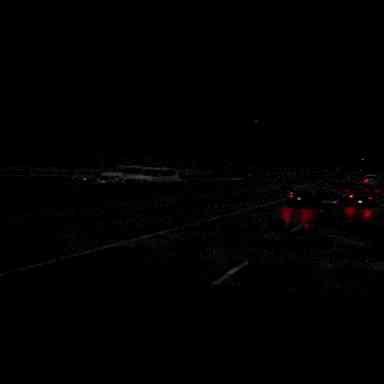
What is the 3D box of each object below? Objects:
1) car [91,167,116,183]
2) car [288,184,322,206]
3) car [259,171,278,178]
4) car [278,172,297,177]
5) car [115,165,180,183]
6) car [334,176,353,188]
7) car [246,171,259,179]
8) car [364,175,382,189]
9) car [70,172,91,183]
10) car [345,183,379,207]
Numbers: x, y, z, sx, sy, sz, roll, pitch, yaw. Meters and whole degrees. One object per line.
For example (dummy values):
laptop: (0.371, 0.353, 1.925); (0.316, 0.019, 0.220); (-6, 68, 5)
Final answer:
car: (-5.542, -1.248, 28.329); (2.150, 2.045, 5.566); (6, 5, 29)
car: (8.246, 0.127, 24.081); (1.812, 1.442, 4.674); (6, 6, 29)
car: (15.452, -3.275, 64.635); (2.128, 1.511, 4.902); (6, 6, 31)
car: (18.461, -2.903, 62.885); (2.097, 1.767, 4.553); (6, 6, 31)
car: (-2.995, -0.903, 25.726); (2.150, 2.045, 5.566); (6, 5, 29)
car: (21.750, -1.449, 47.698); (2.097, 1.767, 4.553); (6, 6, 30)
car: (12.447, -3.468, 66.423); (2.128, 1.511, 4.902); (6, 6, 31)
car: (27.467, -1.560, 50.522); (2.150, 2.045, 5.566); (6, 6, 30)
car: (-8.591, -1.170, 30.085); (1.895, 1.301, 4.718); (6, 5, 29)
car: (13.300, 0.298, 26.014); (1.895, 1.301, 4.718); (6, 6, 29)
